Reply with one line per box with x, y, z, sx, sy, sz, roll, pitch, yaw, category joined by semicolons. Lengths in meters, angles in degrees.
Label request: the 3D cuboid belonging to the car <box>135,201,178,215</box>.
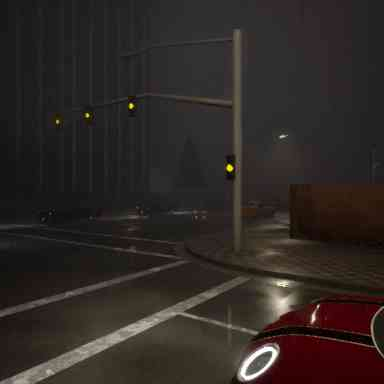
-3.498;1.601;33.572;1.895;1.301;4.718;0;0;35;car

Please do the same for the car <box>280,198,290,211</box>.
10.784;1.491;41.299;2.128;1.511;4.902;0;0;36;car

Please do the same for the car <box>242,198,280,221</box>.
5.205;1.477;27.352;1.882;1.535;5.008;0;0;35;car

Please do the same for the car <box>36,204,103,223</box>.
-9.276;1.601;25.415;1.895;1.301;4.718;0;0;35;car

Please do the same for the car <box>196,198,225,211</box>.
2.344;1.491;41.784;2.128;1.511;4.902;0;0;36;car

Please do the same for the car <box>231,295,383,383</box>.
2.501;1.352;2.175;4.553;1.767;2.097;0;0;36;car
